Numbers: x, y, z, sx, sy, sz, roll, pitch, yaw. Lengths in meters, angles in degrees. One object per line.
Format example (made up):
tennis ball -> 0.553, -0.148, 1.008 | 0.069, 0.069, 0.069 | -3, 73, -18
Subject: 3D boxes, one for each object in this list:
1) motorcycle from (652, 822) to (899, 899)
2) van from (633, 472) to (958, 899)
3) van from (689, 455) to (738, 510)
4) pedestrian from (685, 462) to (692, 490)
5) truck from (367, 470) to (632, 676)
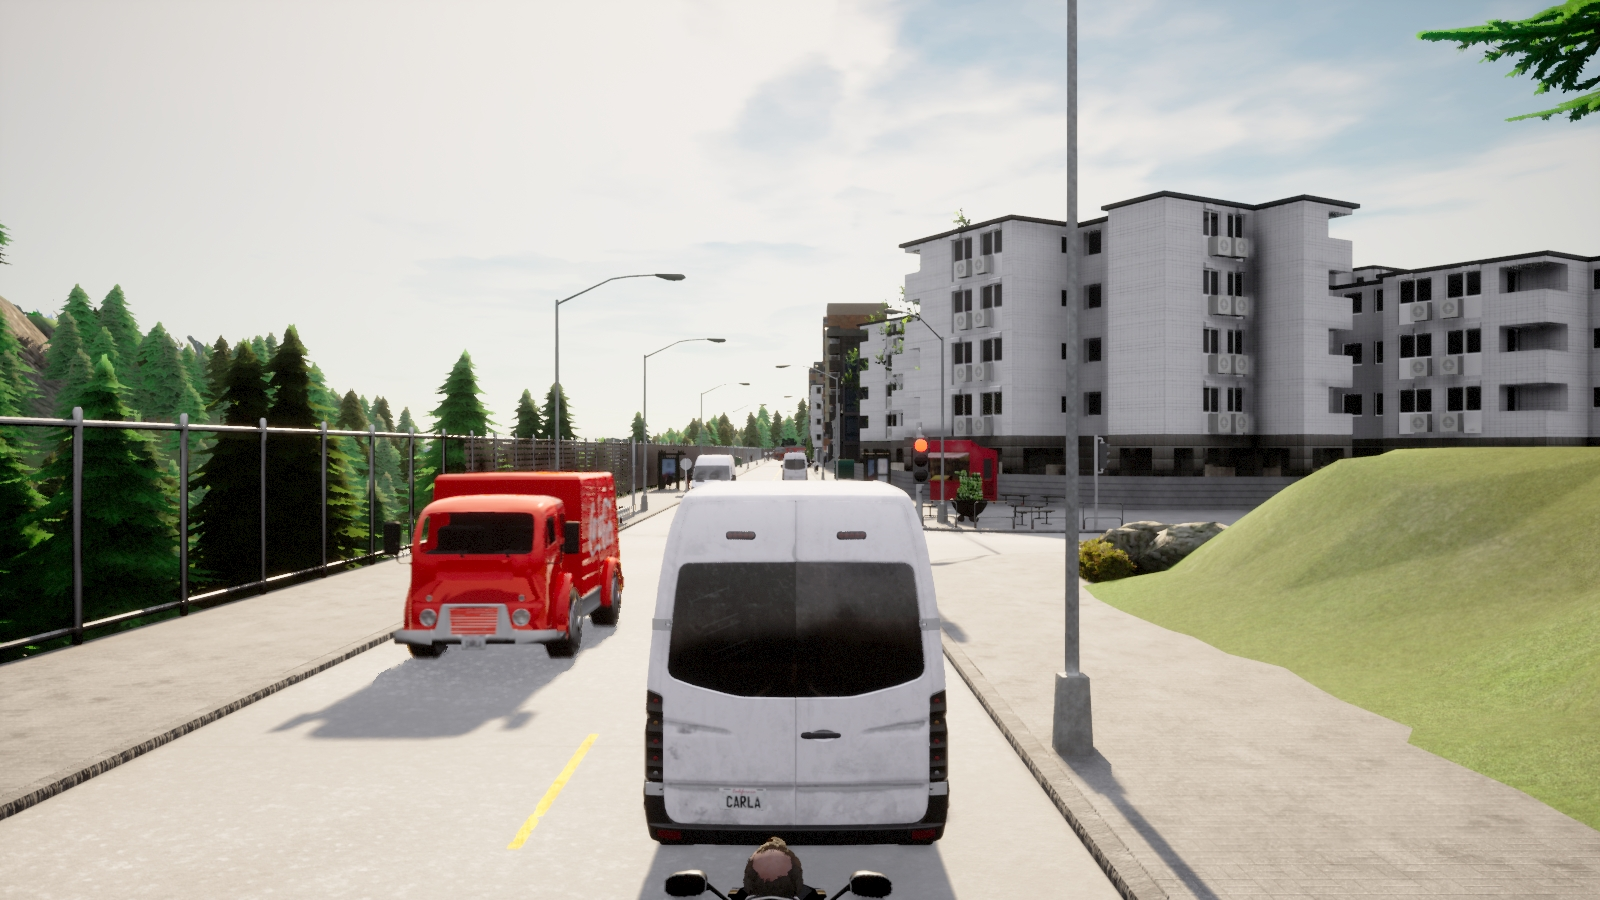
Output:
motorcycle -> -0.090, 2.205, 3.746 | 0.867, 1.251, 2.209 | 0, 0, 1
van -> -0.034, 1.534, 9.946 | 1.988, 2.561, 5.915 | 0, 0, 0
van -> -4.246, 1.534, 56.676 | 1.988, 2.561, 5.915 | 0, 0, 0
pedestrian -> -7.400, 1.744, 76.017 | 0.375, 1.860, 0.375 | 0, 0, 8
truck -> -4.120, 1.568, 16.805 | 2.627, 2.467, 5.204 | 0, 0, -1
